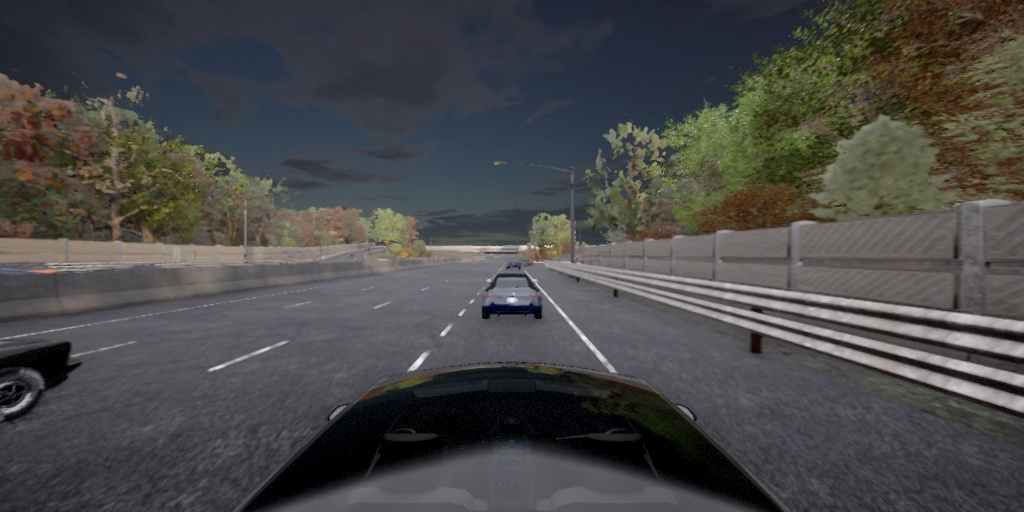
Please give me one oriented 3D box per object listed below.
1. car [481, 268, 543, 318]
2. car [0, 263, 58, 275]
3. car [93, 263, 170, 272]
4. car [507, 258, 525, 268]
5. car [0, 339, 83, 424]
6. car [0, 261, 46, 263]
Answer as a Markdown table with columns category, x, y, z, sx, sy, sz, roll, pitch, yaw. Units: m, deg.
| category | x | y | z | sx | sy | sz | roll | pitch | yaw |
| --- | --- | --- | --- | --- | --- | --- | --- | --- | --- |
| car | 0.001 | 1.307 | 12.876 | 1.994 | 1.385 | 4.181 | 0 | 0 | 0 |
| car | -21.073 | 1.221 | 13.962 | 1.882 | 1.535 | 5.008 | 0 | 0 | 0 |
| car | -31.582 | 1.294 | 29.925 | 2.033 | 1.411 | 5.357 | 0 | 0 | 0 |
| car | 0.442 | 1.109 | 55.479 | 2.097 | 1.767 | 4.553 | 0 | 0 | 5 |
| car | -6.899 | 1.350 | 2.776 | 1.895 | 1.301 | 4.718 | 0 | 0 | 0 |
| car | -28.075 | 1.095 | 19.456 | 2.097 | 1.767 | 4.553 | 0 | 0 | 0 |
